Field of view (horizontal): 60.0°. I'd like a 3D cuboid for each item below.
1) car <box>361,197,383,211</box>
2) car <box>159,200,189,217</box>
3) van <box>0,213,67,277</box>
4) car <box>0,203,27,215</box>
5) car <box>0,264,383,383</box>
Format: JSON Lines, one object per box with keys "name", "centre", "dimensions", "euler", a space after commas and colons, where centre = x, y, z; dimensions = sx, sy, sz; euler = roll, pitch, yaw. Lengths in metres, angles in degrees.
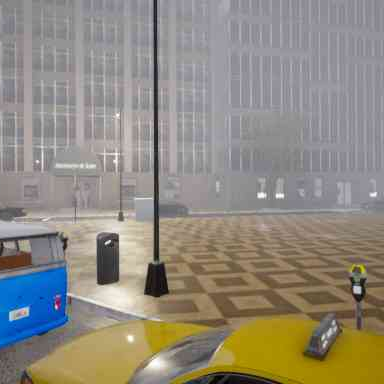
{"name": "car", "centre": [19.285, 1.218, 33.588], "dimensions": [4.181, 1.385, 1.994], "euler": [0, 0, -14]}
{"name": "car", "centre": [-2.399, 1.374, 28.212], "dimensions": [4.181, 1.385, 1.994], "euler": [0, 0, -14]}
{"name": "van", "centre": [-3.745, 1.343, 5.387], "dimensions": [3.998, 1.788, 1.690], "euler": [0, 0, 35]}
{"name": "car", "centre": [-14.955, 1.456, 24.042], "dimensions": [5.357, 1.411, 2.033], "euler": [0, 0, -31]}
{"name": "car", "centre": [0.627, 1.525, 2.279], "dimensions": [4.829, 1.417, 1.752], "euler": [0, 0, 35]}
